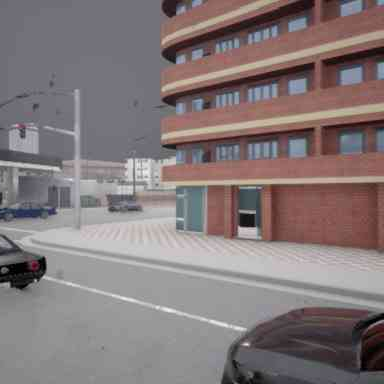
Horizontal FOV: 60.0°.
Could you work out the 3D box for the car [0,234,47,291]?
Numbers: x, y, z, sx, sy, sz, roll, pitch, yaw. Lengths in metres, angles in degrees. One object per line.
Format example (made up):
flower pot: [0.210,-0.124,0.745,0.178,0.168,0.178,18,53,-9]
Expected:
car: [-5.606,1.622,7.983,4.718,1.301,1.895,0,0,36]

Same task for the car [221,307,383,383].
car: [2.517,1.514,2.202,4.892,1.490,1.837,0,0,35]

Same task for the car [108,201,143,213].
car: [-7.459,1.658,37.487,1.994,1.385,4.181,0,0,34]

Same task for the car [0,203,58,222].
car: [-14.073,1.616,27.894,2.033,1.411,5.357,0,0,34]
